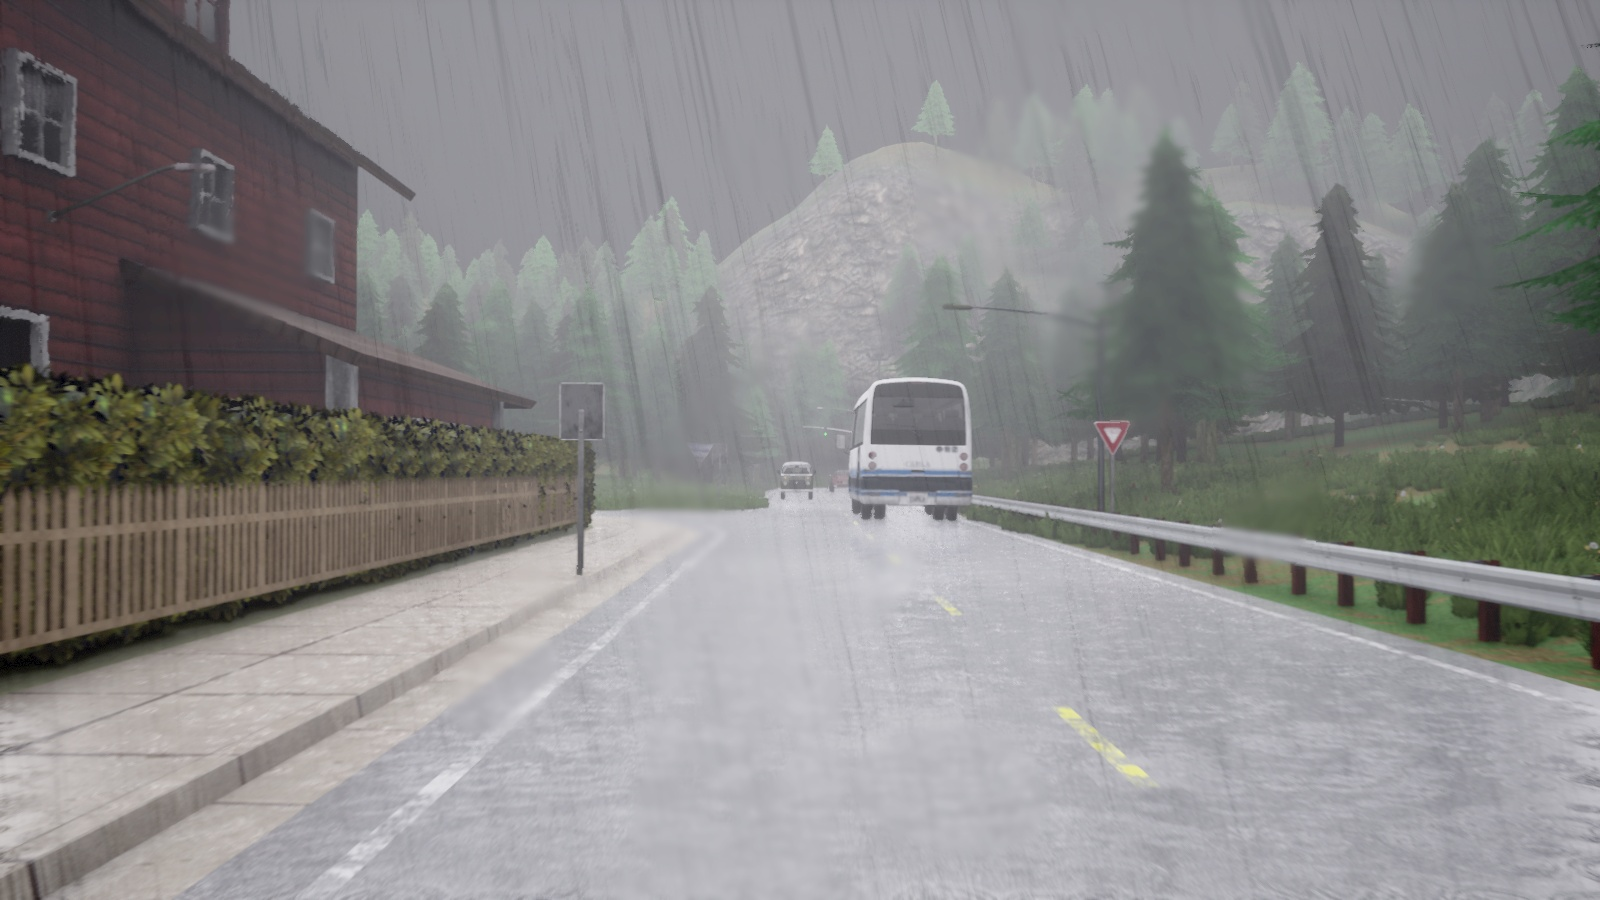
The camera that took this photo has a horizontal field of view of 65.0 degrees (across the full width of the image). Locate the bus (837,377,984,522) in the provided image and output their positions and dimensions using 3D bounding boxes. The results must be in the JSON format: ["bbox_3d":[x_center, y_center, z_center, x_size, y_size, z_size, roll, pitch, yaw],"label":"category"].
[{"bbox_3d":[3.396,0.080,42.025,3.944,4.253,10.273,0,-1,0],"label":"bus"}]

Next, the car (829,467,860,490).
[{"bbox_3d":[3.272,2.084,93.383,2.152,1.651,5.027,0,-1,0],"label":"car"}]

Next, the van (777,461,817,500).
[{"bbox_3d":[-0.166,1.631,67.843,2.069,2.038,4.480,0,-1,0],"label":"van"}]
